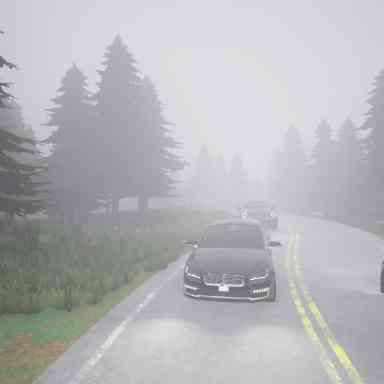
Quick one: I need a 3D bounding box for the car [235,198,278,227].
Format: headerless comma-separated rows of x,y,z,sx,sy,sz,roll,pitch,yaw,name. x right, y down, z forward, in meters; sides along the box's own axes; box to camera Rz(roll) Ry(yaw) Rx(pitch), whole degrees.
3.891,1.270,20.369,2.097,1.767,4.553,-1,0,5,car

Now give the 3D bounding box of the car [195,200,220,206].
1.951,1.799,44.865,1.812,1.442,4.674,3,-5,-35,car

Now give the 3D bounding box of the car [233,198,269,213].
6.228,1.410,35.737,1.837,1.490,4.892,2,-1,-16,car

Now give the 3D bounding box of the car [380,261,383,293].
4.497,1.308,4.646,2.097,1.767,4.553,-1,0,8,car

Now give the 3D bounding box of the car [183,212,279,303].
1.097,1.496,8.418,1.837,1.490,4.892,-1,0,12,car
